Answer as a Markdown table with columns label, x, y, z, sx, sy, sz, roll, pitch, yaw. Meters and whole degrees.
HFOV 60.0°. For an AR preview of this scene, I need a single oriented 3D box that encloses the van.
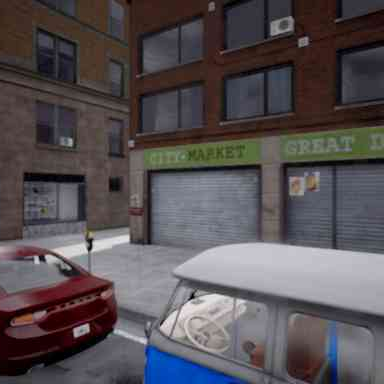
| label | x | y | z | sx | sy | sz | roll | pitch | yaw |
| --- | --- | --- | --- | --- | --- | --- | --- | --- | --- |
| van | 1.452 | 1.341 | 2.039 | 3.998 | 1.788 | 1.690 | 0 | 0 | 36 |

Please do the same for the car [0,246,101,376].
| label | x | y | z | sx | sy | sz | roll | pitch | yaw |
| --- | --- | --- | --- | --- | --- | --- | --- | --- | --- |
| car | -3.151 | 1.543 | 5.334 | 4.507 | 1.381 | 1.887 | 0 | 0 | 36 |
